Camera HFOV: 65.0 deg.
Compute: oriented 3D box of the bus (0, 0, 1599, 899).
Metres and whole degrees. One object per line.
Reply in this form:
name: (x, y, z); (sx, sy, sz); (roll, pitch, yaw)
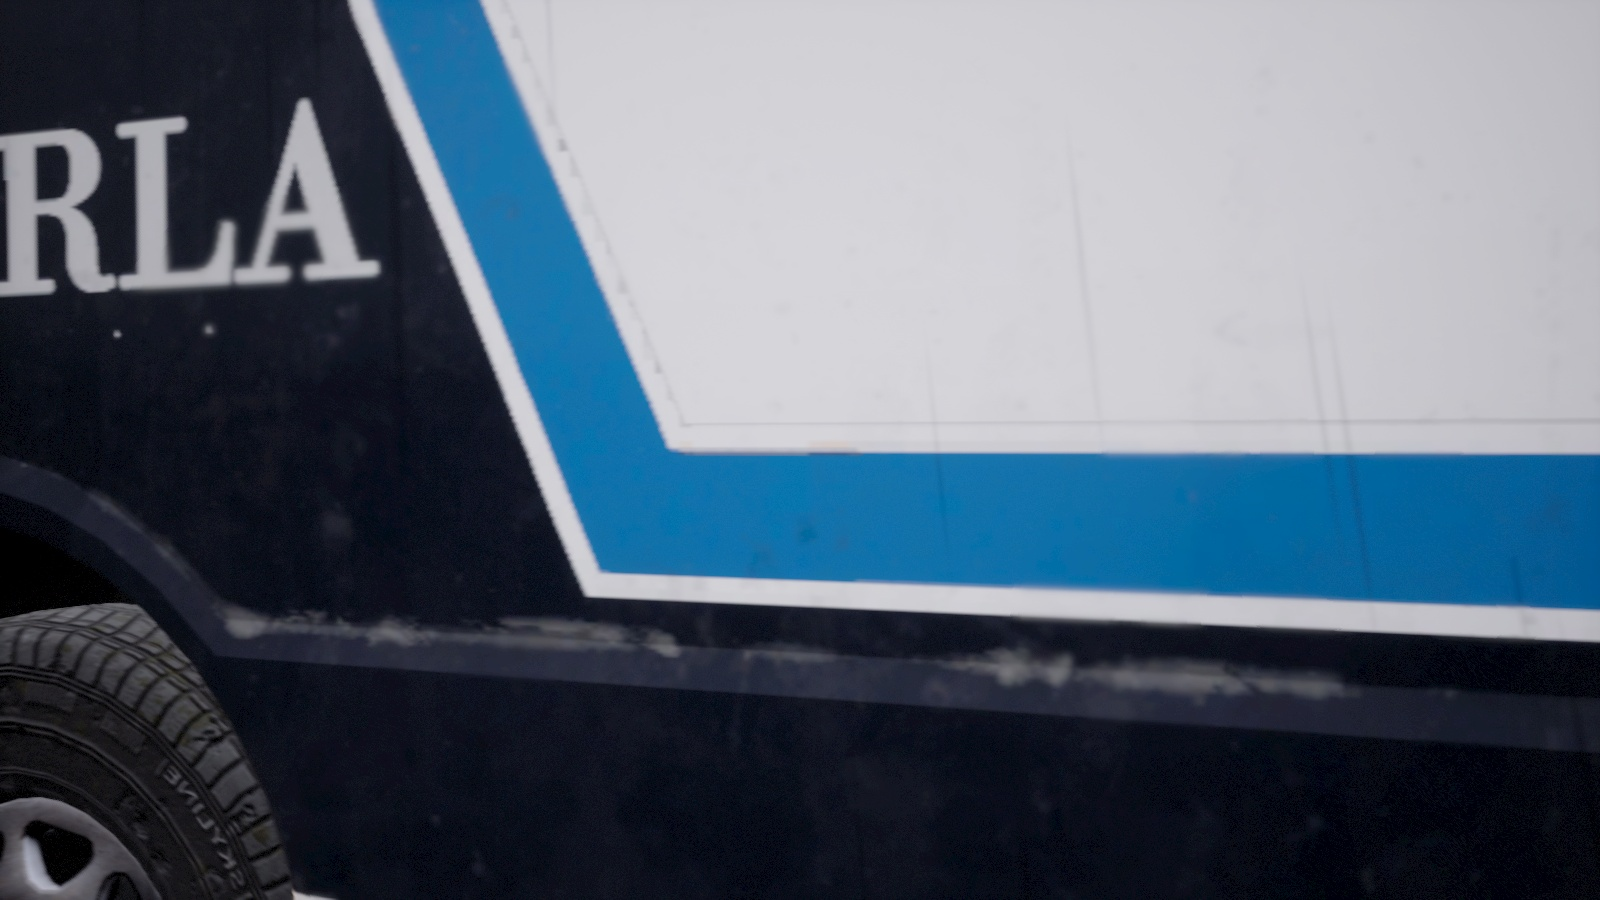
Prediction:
bus: (-3.364, -0.632, 4.343); (10.273, 4.253, 3.944); (1, 1, 19)
